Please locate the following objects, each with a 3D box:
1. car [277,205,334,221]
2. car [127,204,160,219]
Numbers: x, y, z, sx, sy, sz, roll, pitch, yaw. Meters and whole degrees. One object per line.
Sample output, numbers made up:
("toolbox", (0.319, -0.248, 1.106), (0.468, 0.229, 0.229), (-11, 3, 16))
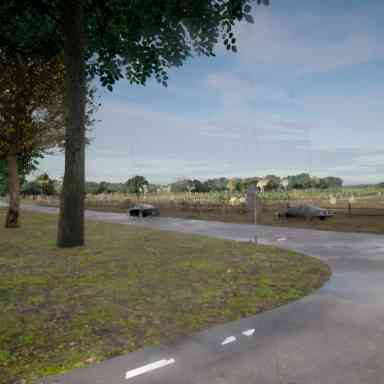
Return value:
("car", (10.229, 1.847, 30.397), (2.033, 1.411, 5.357), (0, -1, -30))
("car", (-5.340, 2.034, 36.092), (1.882, 1.535, 5.008), (-1, 0, -35))
